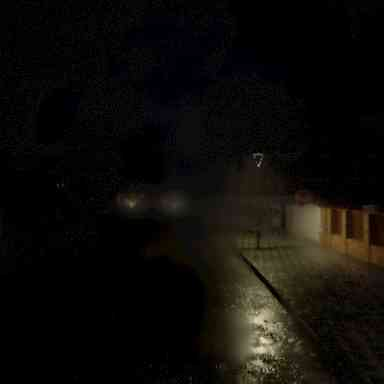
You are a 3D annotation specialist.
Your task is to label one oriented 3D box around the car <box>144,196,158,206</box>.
[{"bbox_3d":[-6.977,1.691,58.197,2.033,1.411,5.357,0,0,-8],"label":"car"}]
